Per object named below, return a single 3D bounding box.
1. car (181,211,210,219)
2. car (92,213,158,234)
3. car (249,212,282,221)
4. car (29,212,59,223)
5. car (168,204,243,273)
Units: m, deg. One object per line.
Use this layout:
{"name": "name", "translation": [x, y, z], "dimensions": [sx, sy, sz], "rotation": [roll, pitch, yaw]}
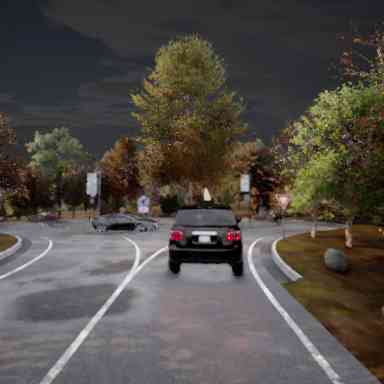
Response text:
{"name": "car", "translation": [0.621, 3.999, 57.190], "dimensions": [4.718, 1.301, 1.895], "rotation": [0, -3, 14]}
{"name": "car", "translation": [-5.014, 2.325, 24.858], "dimensions": [4.902, 1.511, 2.128], "rotation": [0, -3, 9]}
{"name": "car", "translation": [11.006, 3.656, 50.326], "dimensions": [2.033, 1.411, 5.357], "rotation": [2, -3, -34]}
{"name": "car", "translation": [-19.369, 3.306, 43.754], "dimensions": [1.812, 1.442, 4.674], "rotation": [-1, -3, 10]}
{"name": "car", "translation": [0.537, 1.434, 11.483], "dimensions": [2.150, 2.045, 5.566], "rotation": [0, -2, 4]}
